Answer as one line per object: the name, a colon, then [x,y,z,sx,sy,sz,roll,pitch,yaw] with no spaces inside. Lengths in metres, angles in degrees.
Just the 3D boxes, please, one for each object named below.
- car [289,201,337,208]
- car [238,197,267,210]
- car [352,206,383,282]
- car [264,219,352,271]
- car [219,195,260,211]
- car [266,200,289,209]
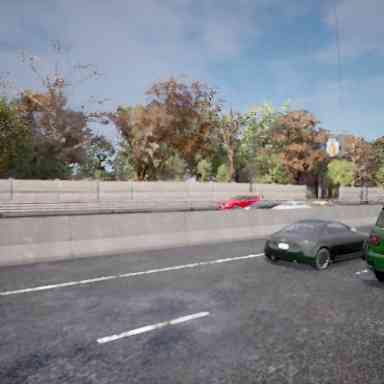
car: [11.096,1.584,29.098,5.008,1.535,1.882,0,0,-35]
car: [7.717,1.602,35.283,4.902,1.511,2.128,0,0,-35]
car: [6.706,1.263,8.531,5.566,2.045,2.150,0,0,-36]
car: [4.387,1.604,11.174,4.181,1.385,1.994,0,0,-36]
car: [5.686,1.332,38.135,5.566,2.045,2.150,0,0,-35]
car: [9.773,1.636,32.452,4.674,1.442,1.812,0,0,-35]
